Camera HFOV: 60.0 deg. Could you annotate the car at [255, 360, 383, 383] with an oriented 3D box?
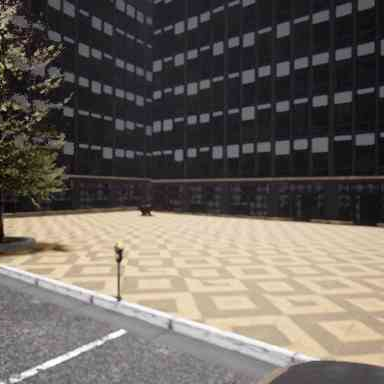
[{"bbox_3d":[2.139,1.564,1.296,4.403,1.369,2.008,1,0,36],"label":"car"}]
